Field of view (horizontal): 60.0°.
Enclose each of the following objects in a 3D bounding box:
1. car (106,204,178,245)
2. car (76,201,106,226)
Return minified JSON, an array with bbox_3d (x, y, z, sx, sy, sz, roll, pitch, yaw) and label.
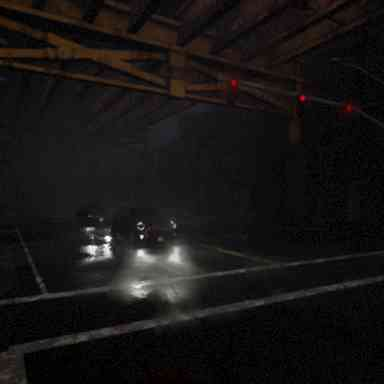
[{"bbox_3d":[-2.466,1.498,16.444,2.097,1.767,4.553,1,-1,-30],"label":"car"},{"bbox_3d":[-7.529,1.691,25.311,2.128,1.511,4.902,1,-1,-30],"label":"car"}]
